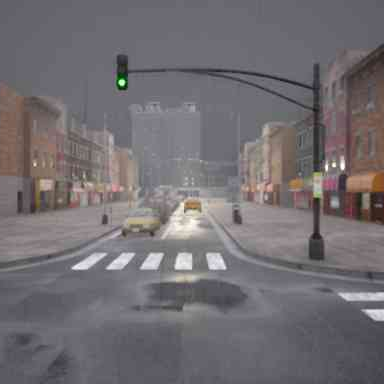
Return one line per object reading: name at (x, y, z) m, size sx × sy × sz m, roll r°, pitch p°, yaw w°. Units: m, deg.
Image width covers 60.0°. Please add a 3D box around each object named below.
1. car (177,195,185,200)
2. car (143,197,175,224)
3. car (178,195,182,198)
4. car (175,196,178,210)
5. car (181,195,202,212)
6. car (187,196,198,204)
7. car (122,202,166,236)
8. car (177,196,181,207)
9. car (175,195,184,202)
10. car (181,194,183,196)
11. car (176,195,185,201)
car at (-2.679, 1.412, 83.671) m, size 1.802 × 1.307 × 4.206 m, roll 0°, pitch 0°, yaw 0°
car at (-2.651, 1.259, 23.698) m, size 2.192 × 1.841 × 5.009 m, roll 0°, pitch 0°, yaw 0°
car at (-2.661, 1.468, 45.507) m, size 1.947 × 1.339 × 4.313 m, roll 0°, pitch 0°, yaw 0°
car at (-2.655, 1.448, 34.433) m, size 1.752 × 1.417 × 4.829 m, roll 0°, pitch 0°, yaw 0°
car at (0.084, 1.396, 37.551) m, size 1.882 × 1.535 × 5.008 m, roll 0°, pitch 0°, yaw 0°
car at (0.054, 1.477, 60.195) m, size 1.895 × 1.301 × 4.718 m, roll 0°, pitch 0°, yaw 0°
car at (-2.648, 1.481, 18.077) m, size 1.752 × 1.417 × 4.829 m, roll 0°, pitch 0°, yaw 0°
car at (-2.658, 1.478, 40.054) m, size 1.947 × 1.339 × 4.313 m, roll 0°, pitch 0°, yaw 0°
car at (-2.674, 1.377, 72.597) m, size 1.752 × 1.417 × 4.829 m, roll 0°, pitch 0°, yaw 0°
car at (-2.663, 1.442, 50.959) m, size 2.008 × 1.369 × 4.403 m, roll 0°, pitch 0°, yaw 0°
car at (-2.676, 1.407, 78.220) m, size 1.947 × 1.339 × 4.313 m, roll 0°, pitch 0°, yaw 0°
